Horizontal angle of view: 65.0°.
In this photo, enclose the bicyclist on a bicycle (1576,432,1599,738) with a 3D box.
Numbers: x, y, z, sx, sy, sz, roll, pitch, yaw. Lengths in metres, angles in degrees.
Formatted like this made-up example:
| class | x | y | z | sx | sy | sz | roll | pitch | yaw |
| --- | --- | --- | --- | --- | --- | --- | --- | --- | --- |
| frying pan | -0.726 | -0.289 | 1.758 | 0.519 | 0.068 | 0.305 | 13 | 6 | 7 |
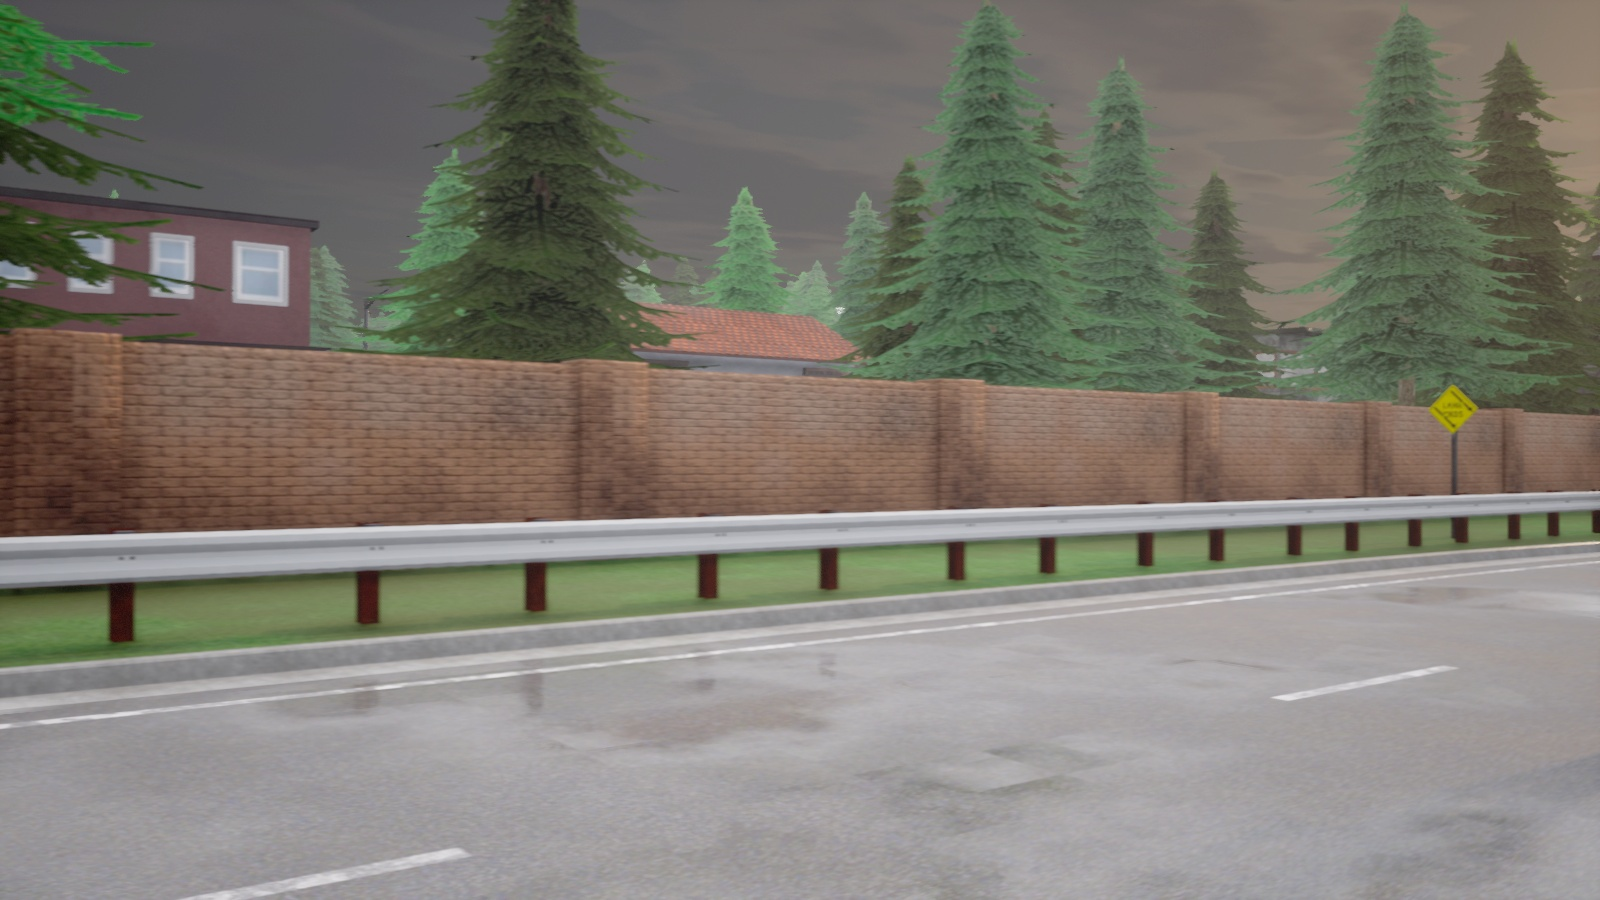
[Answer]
| class | x | y | z | sx | sy | sz | roll | pitch | yaw |
| --- | --- | --- | --- | --- | --- | --- | --- | --- | --- |
| bicyclist on a bicycle | 5.011 | 0.715 | 6.873 | 1.509 | 1.612 | 0.866 | 0 | 0 | -40 |
